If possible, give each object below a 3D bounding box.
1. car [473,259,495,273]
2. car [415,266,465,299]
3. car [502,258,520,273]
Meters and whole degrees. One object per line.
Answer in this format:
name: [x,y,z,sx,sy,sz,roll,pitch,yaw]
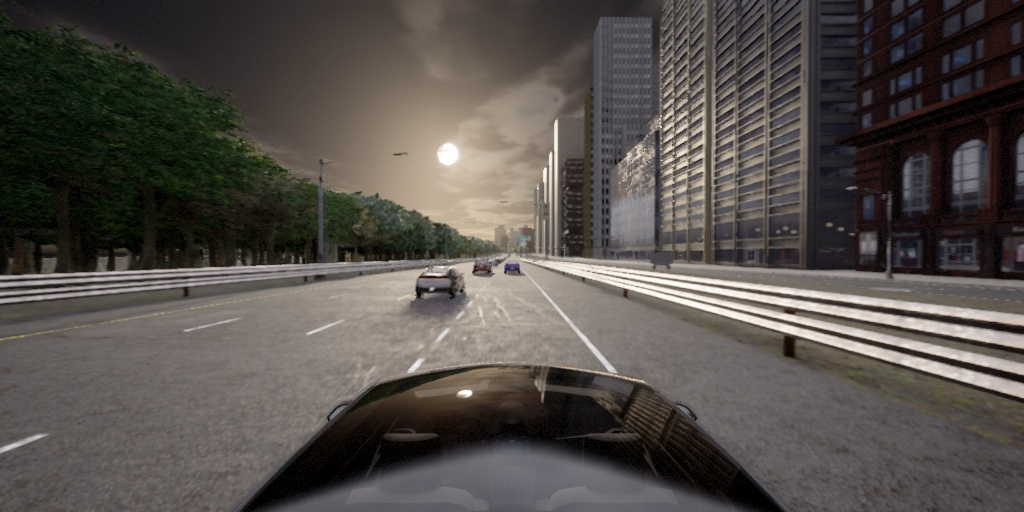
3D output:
car: [-3.583,1.171,44.071,2.097,1.767,4.553,0,0,0]
car: [-3.510,1.258,18.145,2.128,1.511,4.902,0,0,0]
car: [0.014,1.299,45.607,1.882,1.535,5.008,0,0,0]
